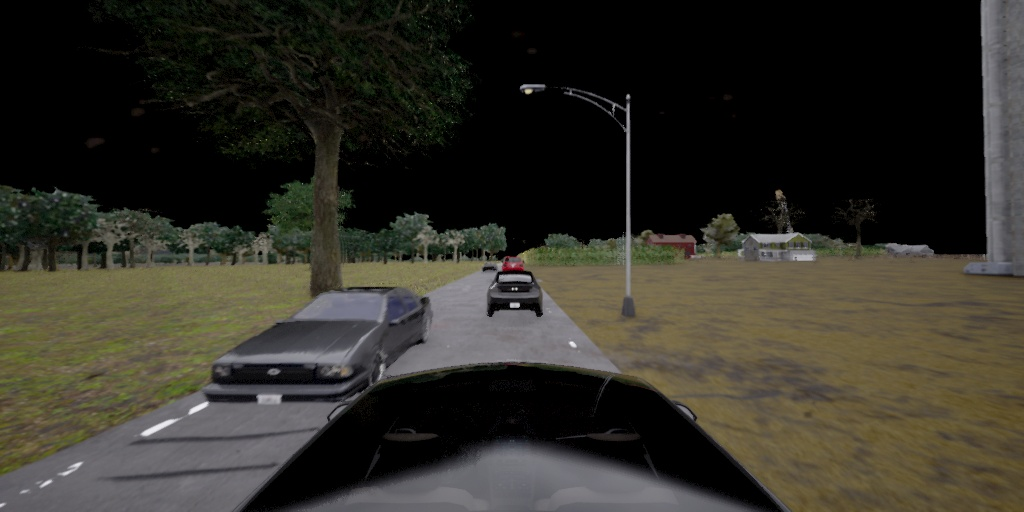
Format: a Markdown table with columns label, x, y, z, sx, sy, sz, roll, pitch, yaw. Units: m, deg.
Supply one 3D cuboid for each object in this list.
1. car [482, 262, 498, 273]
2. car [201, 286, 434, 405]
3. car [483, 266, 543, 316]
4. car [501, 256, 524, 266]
| label | x | y | z | sx | sy | sz | roll | pitch | yaw |
| --- | --- | --- | --- | --- | --- | --- | --- | --- | --- |
| car | -2.847 | 1.483 | 46.585 | 1.895 | 1.301 | 4.718 | 0 | 0 | 0 |
| car | -2.852 | 1.306 | 6.878 | 2.033 | 1.411 | 5.357 | 0 | 0 | 0 |
| car | 0.093 | 1.276 | 13.477 | 1.837 | 1.490 | 4.892 | 0 | 0 | 0 |
| car | 0.095 | 1.065 | 36.973 | 2.150 | 2.045 | 5.566 | 0 | 0 | 0 |
